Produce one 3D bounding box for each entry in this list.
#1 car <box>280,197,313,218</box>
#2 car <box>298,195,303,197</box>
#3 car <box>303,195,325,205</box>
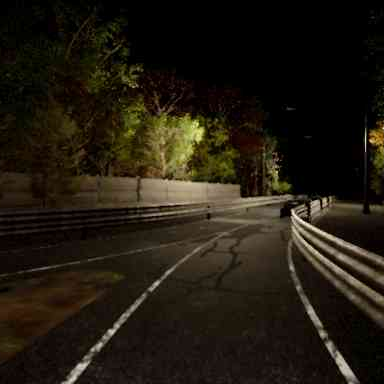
[{"bbox_3d":[8.589,1.367,27.624,1.994,1.385,4.181,1,1,25],"label":"car"},{"bbox_3d":[19.197,1.194,57.757,2.033,1.411,5.357,1,0,26],"label":"car"},{"bbox_3d":[16.902,1.191,45.140,2.128,1.511,4.902,1,0,26],"label":"car"}]
